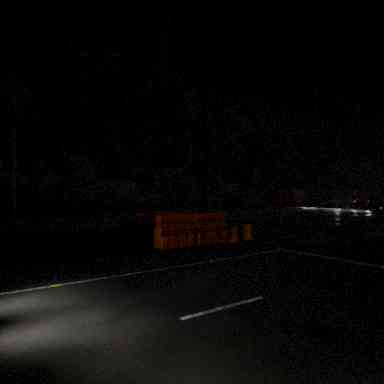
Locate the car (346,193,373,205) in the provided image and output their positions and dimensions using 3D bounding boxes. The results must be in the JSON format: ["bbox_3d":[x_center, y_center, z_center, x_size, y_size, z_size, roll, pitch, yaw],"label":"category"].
[{"bbox_3d":[26.840,1.143,53.267,4.553,1.767,2.097,0,0,-35],"label":"car"}]

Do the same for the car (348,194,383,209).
[{"bbox_3d":[21.854,1.192,41.120,4.553,1.767,2.097,0,0,-36],"label":"car"}]

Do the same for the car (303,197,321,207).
[{"bbox_3d":[17.928,1.388,46.920,5.357,1.411,2.033,0,0,-35],"label":"car"}]

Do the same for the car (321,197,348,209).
[{"bbox_3d":[19.499,1.368,43.732,4.674,1.442,1.812,0,0,-36],"label":"car"}]

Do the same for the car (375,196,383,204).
[{"bbox_3d":[34.272,1.353,58.507,4.718,1.301,1.895,0,0,-35],"label":"car"}]
